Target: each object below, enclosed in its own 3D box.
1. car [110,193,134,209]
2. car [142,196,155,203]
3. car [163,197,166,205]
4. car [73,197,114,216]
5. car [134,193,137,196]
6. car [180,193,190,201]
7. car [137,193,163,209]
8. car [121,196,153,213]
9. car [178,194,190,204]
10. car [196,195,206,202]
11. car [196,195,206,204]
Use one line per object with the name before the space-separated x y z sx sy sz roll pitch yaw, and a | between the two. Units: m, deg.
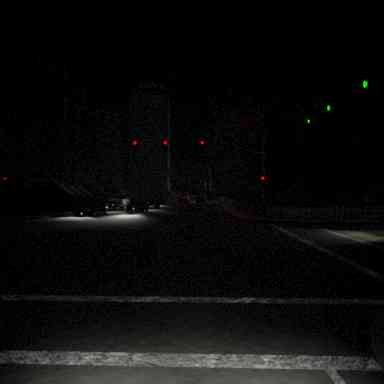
car | -9.423 1.221 42.709 2.150 2.045 5.566 0 0 2
car | -8.726 1.525 67.402 1.812 1.442 4.674 0 0 2
car | -5.549 1.547 57.152 2.033 1.411 5.357 0 0 2
car | -9.745 1.547 32.529 2.033 1.411 5.357 0 0 4
car | -9.147 1.222 53.478 2.150 2.045 5.566 0 0 1
car | -1.530 1.182 74.623 2.097 1.767 4.553 0 0 1
car | -5.819 1.221 46.797 2.150 2.045 5.566 0 0 1
car | -6.059 1.491 37.225 2.128 1.511 4.902 0 0 1
car | -1.743 1.564 66.062 1.994 1.385 4.181 0 0 1
car | 1.969 1.352 74.566 2.128 1.511 4.902 0 0 1
car | 1.741 1.505 65.349 1.837 1.490 4.892 0 0 1
